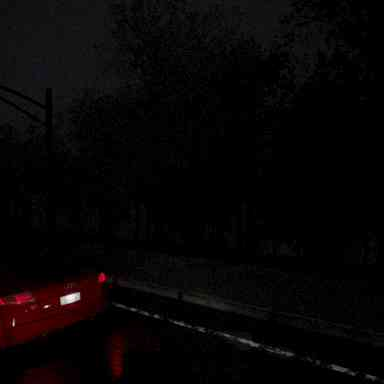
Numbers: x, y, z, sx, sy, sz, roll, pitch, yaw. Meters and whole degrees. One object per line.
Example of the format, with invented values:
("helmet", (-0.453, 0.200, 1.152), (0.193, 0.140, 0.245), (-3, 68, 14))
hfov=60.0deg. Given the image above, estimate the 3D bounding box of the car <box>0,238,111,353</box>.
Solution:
("car", (-3.453, 1.564, 6.142), (4.181, 1.385, 1.994), (0, 0, 35))
